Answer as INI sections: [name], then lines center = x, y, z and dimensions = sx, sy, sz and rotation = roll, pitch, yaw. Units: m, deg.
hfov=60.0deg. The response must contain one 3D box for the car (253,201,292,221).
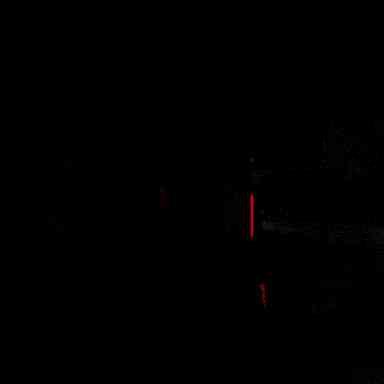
[car]
center = 5.802, 1.491, 26.953
dimensions = 2.128, 1.511, 4.902
rotation = 0, 0, -34
